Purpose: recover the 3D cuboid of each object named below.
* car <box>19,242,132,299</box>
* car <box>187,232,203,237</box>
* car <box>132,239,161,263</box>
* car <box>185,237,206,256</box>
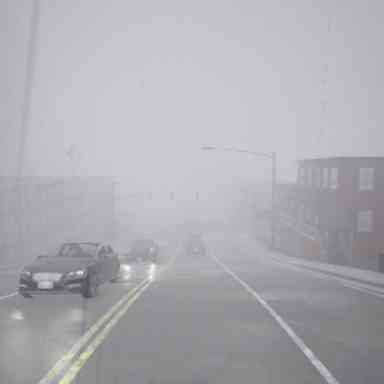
[{"bbox_3d":[-3.536,2.335,10.524,2.128,1.511,4.902,0,-8,0],"label":"car"},{"bbox_3d":[0.363,5.828,41.981,2.033,1.411,5.357,0,-1,0],"label":"car"},{"bbox_3d":[-3.444,4.186,24.240,2.097,1.767,4.553,0,-8,0],"label":"car"},{"bbox_3d":[0.307,5.348,32.056,1.994,1.385,4.181,0,-5,0],"label":"car"}]
